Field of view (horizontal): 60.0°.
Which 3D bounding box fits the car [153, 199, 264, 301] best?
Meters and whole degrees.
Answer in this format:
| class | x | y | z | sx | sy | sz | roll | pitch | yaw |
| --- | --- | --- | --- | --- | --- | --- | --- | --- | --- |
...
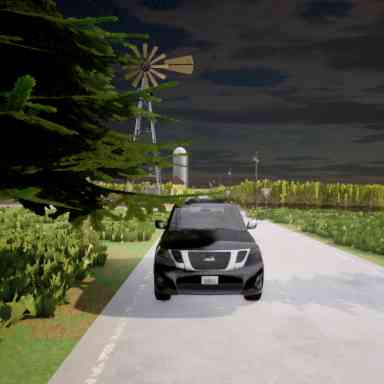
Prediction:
| class | x | y | z | sx | sy | sz | roll | pitch | yaw |
| --- | --- | --- | --- | --- | --- | --- | --- | --- | --- |
| car | 0.336 | 1.221 | 8.697 | 2.150 | 2.045 | 5.566 | 0 | 0 | 0 |
